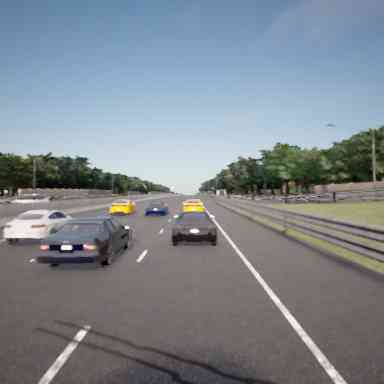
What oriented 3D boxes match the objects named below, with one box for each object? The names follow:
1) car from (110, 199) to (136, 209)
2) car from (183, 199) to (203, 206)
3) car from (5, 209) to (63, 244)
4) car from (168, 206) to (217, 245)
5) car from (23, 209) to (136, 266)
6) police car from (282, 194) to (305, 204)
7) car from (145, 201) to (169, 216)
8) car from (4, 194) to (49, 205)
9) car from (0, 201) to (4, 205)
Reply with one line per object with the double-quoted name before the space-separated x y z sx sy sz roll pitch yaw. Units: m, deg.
"car" -6.893 1.483 33.699 1.882 1.535 5.008 0 0 0
"car" 0.107 1.482 33.520 1.882 1.535 5.008 0 0 0
"car" -6.896 1.532 15.626 1.812 1.442 4.674 0 0 0
"car" 0.104 1.571 15.645 1.994 1.385 4.181 0 0 0
"car" -3.397 1.553 11.515 2.033 1.411 5.357 0 0 0
"police car" 17.052 1.162 56.390 1.930 1.638 5.238 0 -1 -17
"car" -3.393 1.569 32.738 1.994 1.385 4.181 0 0 0
"car" -17.587 1.225 36.221 2.150 2.045 5.566 0 0 0
"car" -21.085 1.605 36.595 1.895 1.301 4.718 0 0 0
